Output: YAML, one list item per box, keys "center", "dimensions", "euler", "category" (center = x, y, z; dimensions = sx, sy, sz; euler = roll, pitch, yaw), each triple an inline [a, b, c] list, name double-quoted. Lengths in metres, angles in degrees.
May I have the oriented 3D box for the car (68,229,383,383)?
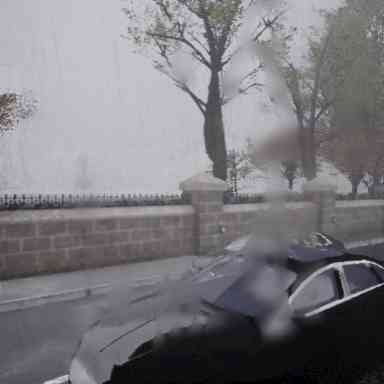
- center: [1.057, 1.489, 4.129]
  dimensions: [4.902, 1.511, 2.128]
  euler: [0, 0, -35]
  category: "car"

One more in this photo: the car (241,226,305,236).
- center: [1.958, 1.546, 7.956]
  dimensions: [4.403, 1.369, 2.008]
  euler: [0, 0, -35]
  category: "car"
